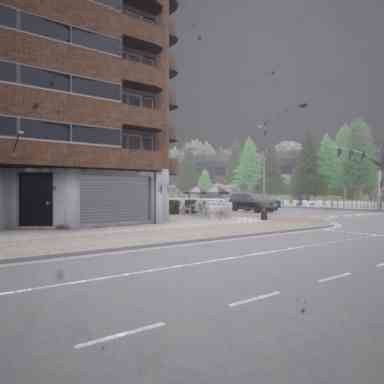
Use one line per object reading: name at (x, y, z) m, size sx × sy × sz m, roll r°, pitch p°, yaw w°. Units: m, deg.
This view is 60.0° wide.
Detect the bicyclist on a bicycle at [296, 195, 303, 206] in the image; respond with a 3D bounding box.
bicyclist on a bicycle at (15.345, 1.245, 47.341) m, size 1.656 × 1.620 × 0.582 m, roll 0°, pitch 0°, yaw -36°

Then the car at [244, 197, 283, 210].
car at (9.231, 1.422, 43.346) m, size 1.882 × 1.535 × 5.008 m, roll 0°, pitch 0°, yaw -36°

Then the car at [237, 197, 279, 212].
car at (7.642, 1.446, 39.141) m, size 1.837 × 1.490 × 4.892 m, roll 0°, pitch 1°, yaw -37°

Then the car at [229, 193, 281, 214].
car at (6.278, 1.163, 35.120) m, size 2.150 × 2.045 × 5.566 m, roll 0°, pitch 0°, yaw -37°
